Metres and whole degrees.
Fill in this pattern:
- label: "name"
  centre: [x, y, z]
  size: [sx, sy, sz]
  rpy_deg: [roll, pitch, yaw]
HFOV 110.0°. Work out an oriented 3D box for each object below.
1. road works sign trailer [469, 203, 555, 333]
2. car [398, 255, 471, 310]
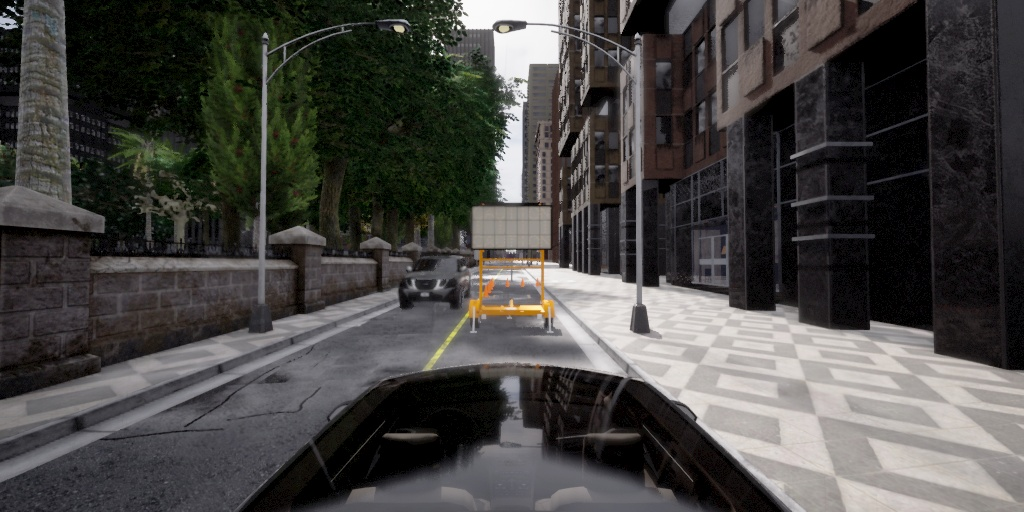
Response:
- label: "road works sign trailer"
  centre: [-0.008, 0.221, 10.735]
  size: [2.380, 3.560, 2.880]
  rpy_deg: [0, 0, 0]
- label: "car"
  centre: [-3.015, 0.983, 15.168]
  size: [2.150, 2.045, 5.566]
  rpy_deg: [0, 0, 0]
